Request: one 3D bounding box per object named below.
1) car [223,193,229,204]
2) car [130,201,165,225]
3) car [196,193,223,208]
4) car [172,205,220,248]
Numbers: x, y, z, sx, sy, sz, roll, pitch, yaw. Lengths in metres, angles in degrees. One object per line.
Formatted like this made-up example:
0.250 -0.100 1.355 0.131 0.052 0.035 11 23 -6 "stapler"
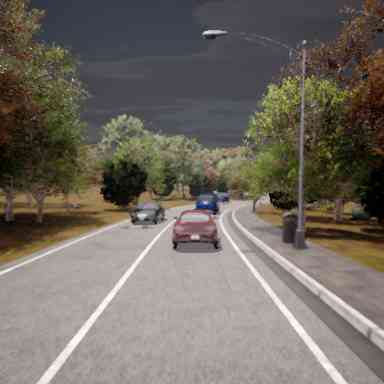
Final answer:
5.520 1.161 63.613 2.150 2.045 5.566 2 0 20 "car"
-3.117 1.446 24.197 2.128 1.511 4.902 0 0 4 "car"
1.724 1.197 34.969 2.150 2.045 5.566 1 0 9 "car"
0.152 1.505 14.628 1.812 1.442 4.674 0 0 1 "car"
